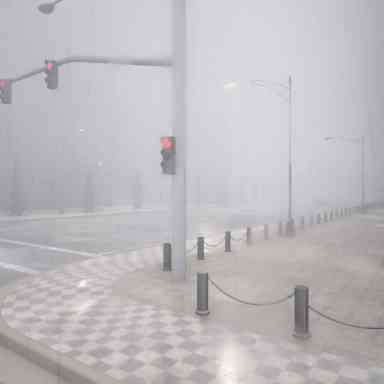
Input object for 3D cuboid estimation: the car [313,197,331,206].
[{"bbox_3d":[21.400,1.509,54.572,1.994,1.385,4.181,0,0,35],"label":"car"}]
